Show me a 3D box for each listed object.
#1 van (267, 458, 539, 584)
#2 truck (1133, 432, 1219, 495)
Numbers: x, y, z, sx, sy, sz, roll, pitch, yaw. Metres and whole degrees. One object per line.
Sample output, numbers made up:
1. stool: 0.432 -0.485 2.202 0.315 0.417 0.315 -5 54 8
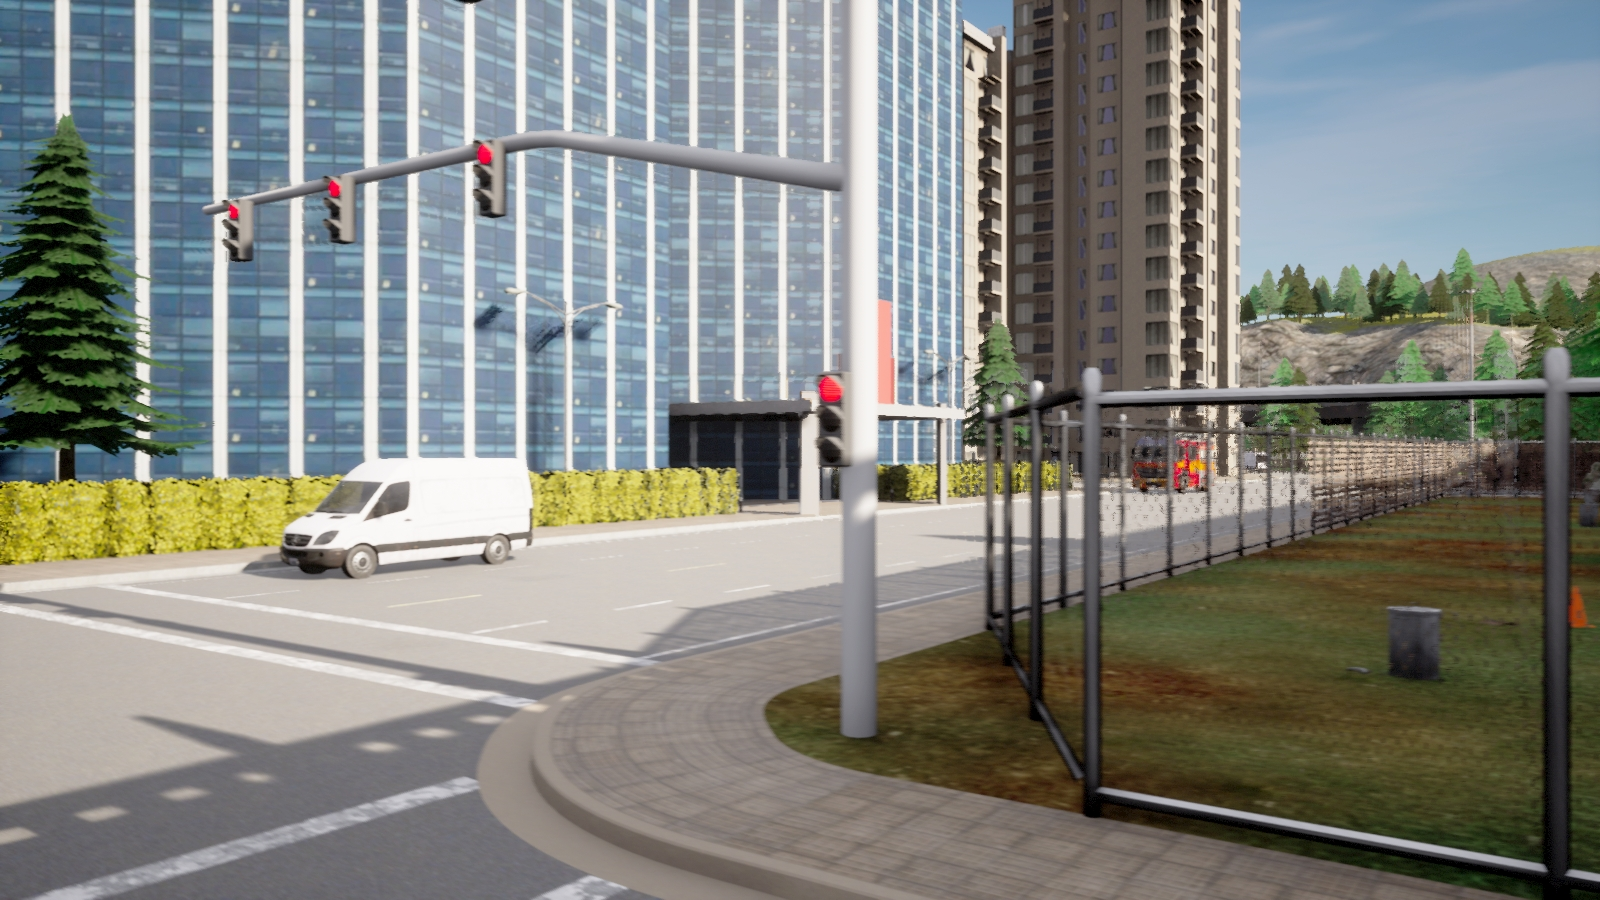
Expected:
1. van: -9.007 1.478 26.527 1.988 2.561 5.915 0 0 35
2. truck: 24.265 0.841 73.403 2.891 3.827 8.468 0 0 35
